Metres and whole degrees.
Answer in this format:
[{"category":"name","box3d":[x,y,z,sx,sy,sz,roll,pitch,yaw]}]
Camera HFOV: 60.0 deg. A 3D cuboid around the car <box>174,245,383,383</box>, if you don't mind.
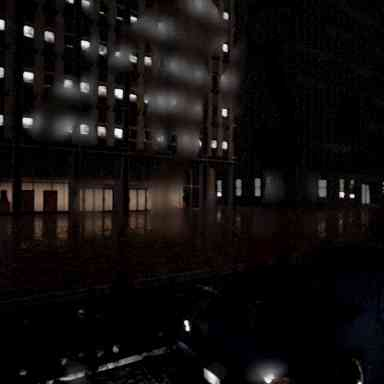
[{"category":"car","box3d":[2.437,1.558,4.919,5.357,1.411,2.033,0,0,-33]}]
